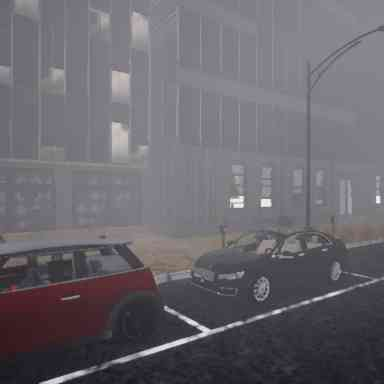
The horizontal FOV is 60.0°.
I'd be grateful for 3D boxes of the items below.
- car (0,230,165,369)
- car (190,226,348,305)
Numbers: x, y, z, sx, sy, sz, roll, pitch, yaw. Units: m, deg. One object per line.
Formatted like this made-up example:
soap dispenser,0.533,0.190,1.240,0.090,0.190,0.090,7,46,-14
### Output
car,-2.520,1.438,4.757,4.097,1.590,1.967,0,0,-35
car,1.989,1.549,7.975,4.403,1.369,2.008,0,0,-35
